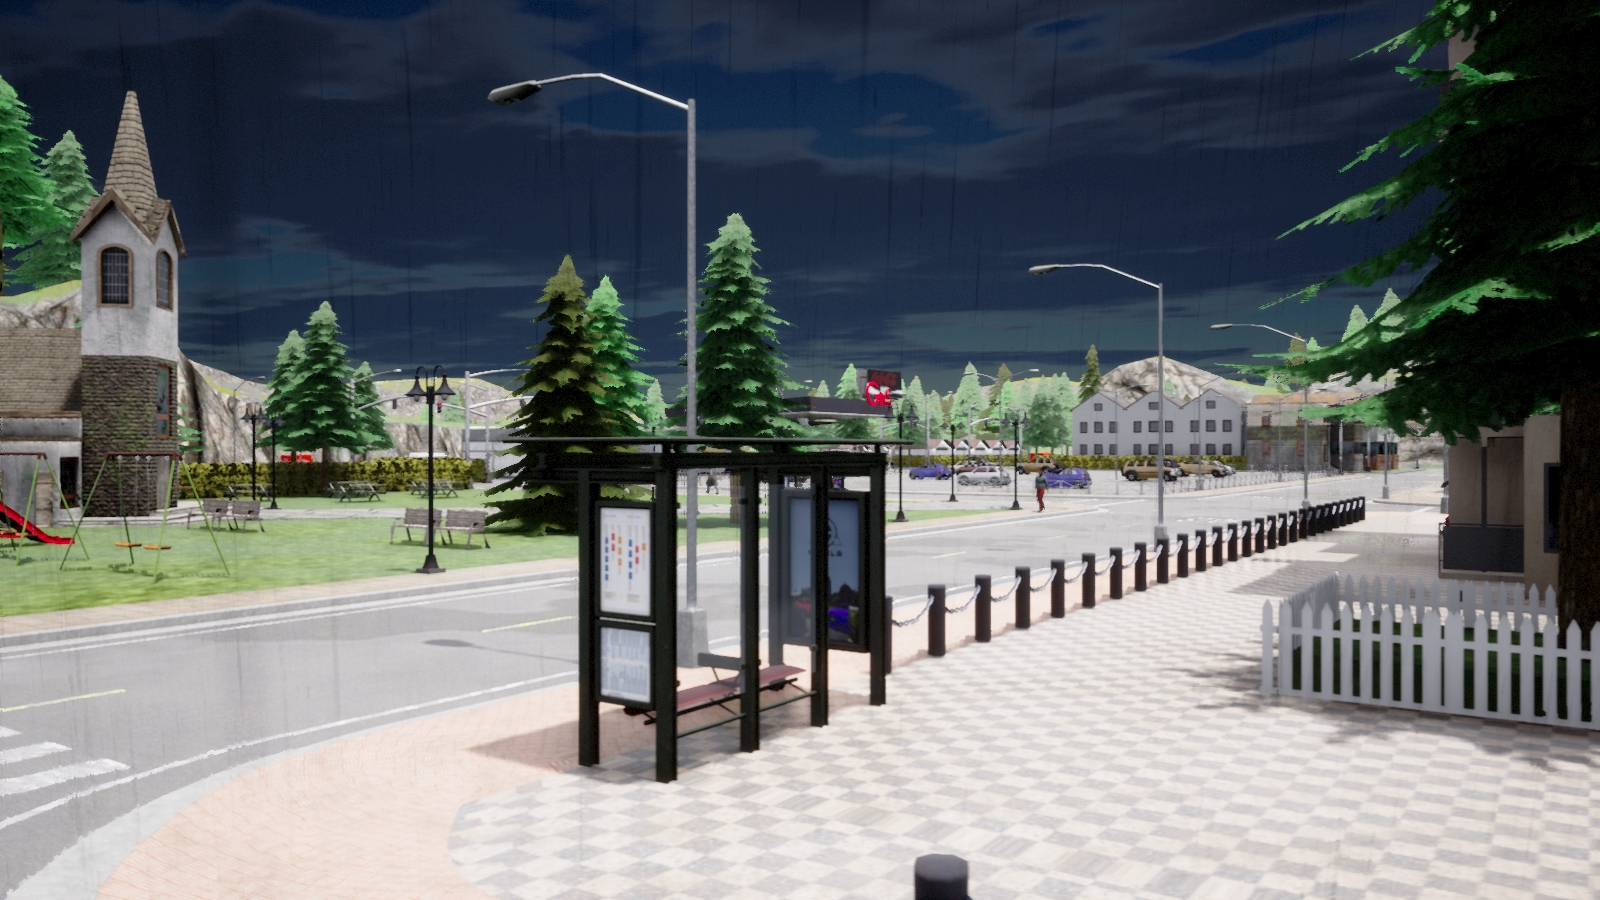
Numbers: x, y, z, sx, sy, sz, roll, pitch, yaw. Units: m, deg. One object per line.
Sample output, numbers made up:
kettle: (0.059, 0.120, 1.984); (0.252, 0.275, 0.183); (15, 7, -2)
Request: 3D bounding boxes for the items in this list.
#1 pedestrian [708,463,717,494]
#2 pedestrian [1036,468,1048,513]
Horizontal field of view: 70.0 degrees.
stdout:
pedestrian: (-5.229, 1.717, 68.607); (0.375, 1.860, 0.375); (0, 0, 37)
pedestrian: (10.137, 1.689, 47.934); (0.375, 1.860, 0.375); (0, 0, 36)
